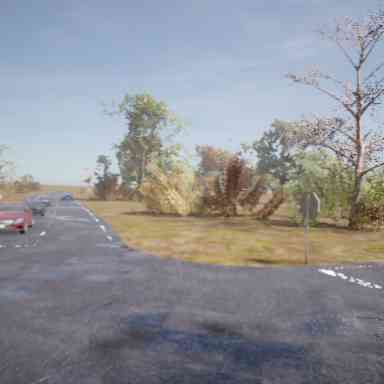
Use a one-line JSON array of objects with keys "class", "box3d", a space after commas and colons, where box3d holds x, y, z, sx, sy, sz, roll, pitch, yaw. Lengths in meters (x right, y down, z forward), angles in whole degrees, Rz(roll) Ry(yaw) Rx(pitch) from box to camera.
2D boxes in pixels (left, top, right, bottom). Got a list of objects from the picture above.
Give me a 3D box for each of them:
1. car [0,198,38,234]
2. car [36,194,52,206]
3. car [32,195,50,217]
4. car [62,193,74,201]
[{"class": "car", "box3d": [-9.258, 1.243, 17.008, 1.812, 1.442, 4.674, 2, 0, -19]}, {"class": "car", "box3d": [-17.791, 0.937, 39.558, 2.128, 1.511, 4.902, 2, 0, -21]}, {"class": "car", "box3d": [-12.598, 1.174, 26.207, 1.994, 1.385, 4.181, 2, 0, -21]}, {"class": "car", "box3d": [-21.823, 0.830, 58.449, 1.812, 1.442, 4.674, 2, 0, -22]}]
